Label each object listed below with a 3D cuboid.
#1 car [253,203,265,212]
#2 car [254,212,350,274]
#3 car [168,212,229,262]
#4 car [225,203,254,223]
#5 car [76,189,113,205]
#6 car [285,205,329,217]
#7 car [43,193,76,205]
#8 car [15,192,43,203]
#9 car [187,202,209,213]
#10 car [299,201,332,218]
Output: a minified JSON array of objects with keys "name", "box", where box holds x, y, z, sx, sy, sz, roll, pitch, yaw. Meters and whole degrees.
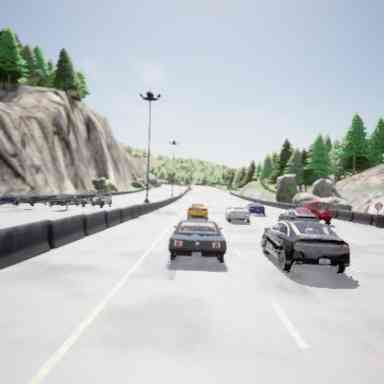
[{"name":"car","box":[7.704,2.034,40.946,1.882,1.535,5.008,2,0,1]},{"name":"car","box":[3.687,1.709,11.528,2.128,1.511,4.902,2,0,1]},{"name":"car","box":[0.205,1.691,12.666,1.895,1.301,4.718,2,0,1]},{"name":"car","box":[4.003,1.872,29.507,1.812,1.442,4.674,2,0,1]},{"name":"car","box":[-9.960,0.682,35.312,2.150,2.045,5.566,2,0,1]},{"name":"car","box":[7.394,1.930,23.356,2.128,1.511,4.902,2,0,1]},{"name":"car","box":[-13.468,0.839,35.405,1.882,1.535,5.008,2,0,1]},{"name":"car","box":[-16.966,0.750,35.467,1.812,1.442,4.674,2,0,1]},{"name":"car","box":[0.531,1.698,30.878,1.882,1.535,5.008,2,0,1]},{"name":"car","box":[11.034,1.849,30.866,2.150,2.045,5.566,2,0,1]}]
